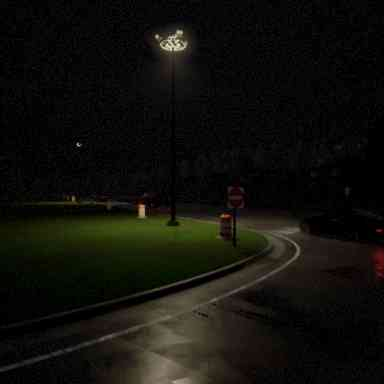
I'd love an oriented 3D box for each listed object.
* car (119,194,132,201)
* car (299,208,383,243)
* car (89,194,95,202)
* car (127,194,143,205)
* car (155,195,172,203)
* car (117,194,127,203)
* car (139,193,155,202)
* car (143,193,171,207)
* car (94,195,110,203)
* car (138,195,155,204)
[{"bbox_3d":[-16.359,1.361,82.000,2.097,1.767,4.553,0,0,-26],"label":"car"},{"bbox_3d":[7.396,1.527,16.278,1.812,1.442,4.674,0,0,-26],"label":"car"},{"bbox_3d":[-23.149,1.529,79.974,1.812,1.442,4.674,0,0,-26],"label":"car"},{"bbox_3d":[-9.835,1.482,60.396,1.882,1.535,5.008,0,0,-25],"label":"car"},{"bbox_3d":[-5.929,1.482,68.289,1.882,1.535,5.008,0,0,-26],"label":"car"},{"bbox_3d":[-14.396,1.557,69.772,1.994,1.385,4.181,0,0,-26],"label":"car"},{"bbox_3d":[-10.764,1.230,78.407,2.150,2.045,5.566,0,0,-26],"label":"car"},{"bbox_3d":[-5.176,1.225,50.738,2.150,2.045,5.566,0,0,-26],"label":"car"},{"bbox_3d":[-18.689,1.544,70.639,2.033,1.411,5.357,0,0,-26],"label":"car"},{"bbox_3d":[-9.258,1.482,67.141,1.882,1.535,5.008,0,0,-26],"label":"car"}]
